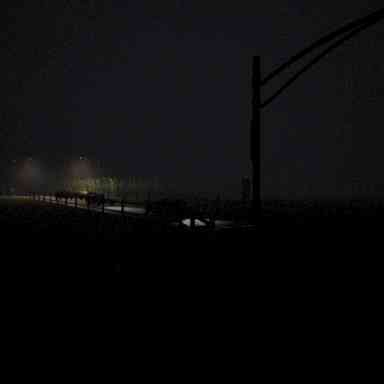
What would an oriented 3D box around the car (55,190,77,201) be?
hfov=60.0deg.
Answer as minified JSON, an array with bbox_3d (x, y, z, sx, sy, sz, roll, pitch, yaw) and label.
[{"bbox_3d":[-20.164,0.540,52.320,1.882,1.535,5.008,0,1,-35],"label":"car"}]

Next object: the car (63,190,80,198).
[{"bbox_3d":[-22.528,0.355,62.022,1.882,1.535,5.008,0,1,-35],"label":"car"}]

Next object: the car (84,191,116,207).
[{"bbox_3d":[-10.349,0.932,38.044,1.895,1.301,4.718,0,1,-35],"label":"car"}]

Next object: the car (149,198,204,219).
[{"bbox_3d":[-1.349,1.163,25.097,2.033,1.411,5.357,0,1,-35],"label":"car"}]

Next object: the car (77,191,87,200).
[{"bbox_3d":[-16.662,0.602,53.592,2.033,1.411,5.357,0,1,-35],"label":"car"}]
